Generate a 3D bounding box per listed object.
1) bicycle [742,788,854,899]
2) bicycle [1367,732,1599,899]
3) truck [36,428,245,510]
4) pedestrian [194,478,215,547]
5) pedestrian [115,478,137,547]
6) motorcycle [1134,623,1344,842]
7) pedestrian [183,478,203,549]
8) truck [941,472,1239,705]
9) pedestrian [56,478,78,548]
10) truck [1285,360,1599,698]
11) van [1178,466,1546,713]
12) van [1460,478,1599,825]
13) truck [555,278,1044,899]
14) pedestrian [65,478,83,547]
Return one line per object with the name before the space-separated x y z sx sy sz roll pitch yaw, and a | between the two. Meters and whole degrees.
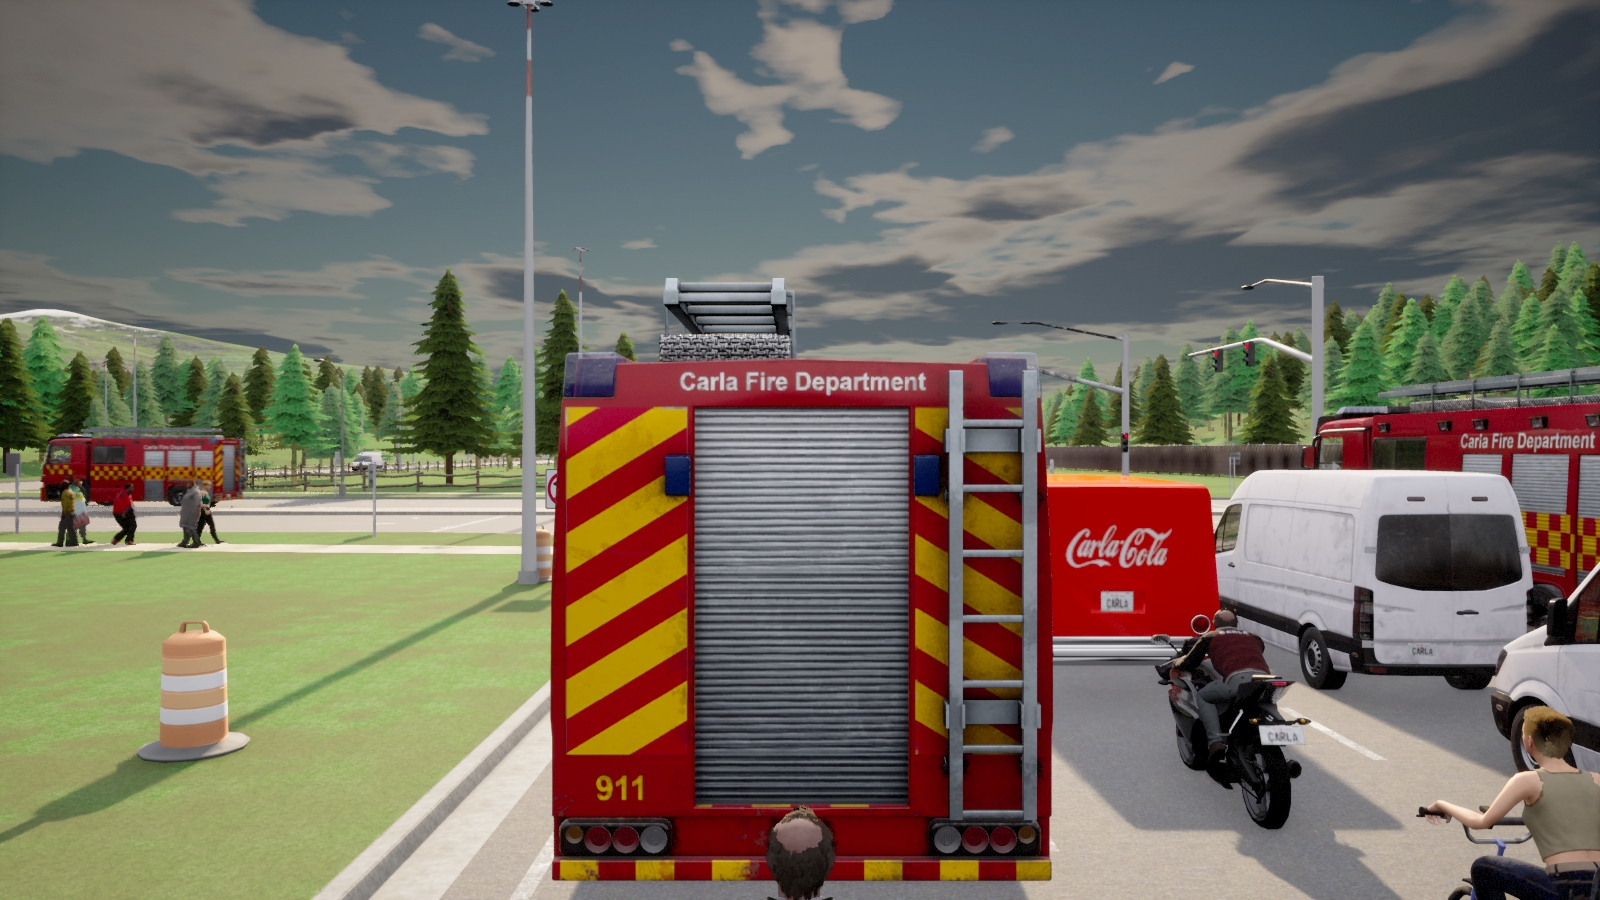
bicycle | -0.006 2.060 3.542 0.329 1.471 1.835 0 0 0
bicycle | 3.482 2.158 5.413 0.859 1.277 1.487 0 0 0
truck | -31.780 0.890 55.247 8.468 3.827 2.891 0 0 1
pedestrian | -16.218 1.696 31.125 0.375 1.860 0.375 0 0 -1
pedestrian | -18.437 1.696 31.268 0.375 1.860 0.375 0 0 1
motorcycle | 3.491 2.205 9.350 0.867 1.251 2.209 0 0 0
pedestrian | -16.214 1.696 30.512 0.375 1.860 0.375 0 0 -42
truck | 3.509 1.568 15.144 2.627 2.467 5.204 0 0 0
pedestrian | -19.697 1.696 30.697 0.375 1.860 0.375 0 0 -5
truck | 10.497 0.891 17.071 2.891 3.827 8.468 0 0 0
van | 6.998 1.534 15.196 1.988 2.561 5.915 0 0 0
van | 6.995 1.534 7.434 1.988 2.561 5.915 0 0 0
truck | -0.004 0.891 10.995 2.891 3.827 8.468 0 0 0
pedestrian | -19.875 1.697 31.281 0.375 1.860 0.375 0 0 -27
